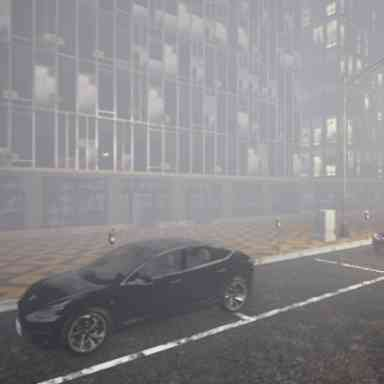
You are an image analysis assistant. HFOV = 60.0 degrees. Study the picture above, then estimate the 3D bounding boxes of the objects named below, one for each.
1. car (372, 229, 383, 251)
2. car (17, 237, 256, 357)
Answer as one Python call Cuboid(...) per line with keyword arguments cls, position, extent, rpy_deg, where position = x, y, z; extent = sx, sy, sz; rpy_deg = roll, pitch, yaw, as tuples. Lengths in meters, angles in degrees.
Cuboid(cls="car", position=(8.548, 1.554, 12.656), extent=(4.206, 1.307, 1.802), rpy_deg=(0, 0, -36))
Cuboid(cls="car", position=(-0.718, 1.561, 6.044), extent=(4.313, 1.339, 1.947), rpy_deg=(0, 0, -36))
